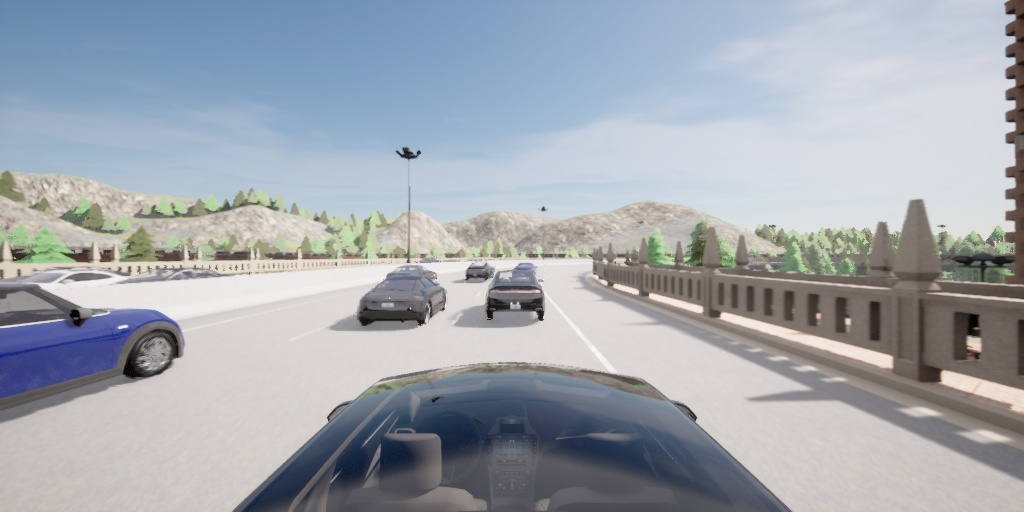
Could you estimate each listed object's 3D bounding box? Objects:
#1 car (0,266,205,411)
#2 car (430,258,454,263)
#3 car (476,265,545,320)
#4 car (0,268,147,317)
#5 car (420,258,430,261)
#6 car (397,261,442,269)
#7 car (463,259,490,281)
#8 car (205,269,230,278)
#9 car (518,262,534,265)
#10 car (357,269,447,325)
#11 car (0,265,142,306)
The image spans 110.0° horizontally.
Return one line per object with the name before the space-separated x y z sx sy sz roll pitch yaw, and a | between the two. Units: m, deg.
car | -6.900 1.102 4.501 2.097 1.767 4.553 0 0 0
car | -10.104 1.287 56.107 2.033 1.411 5.357 0 0 21
car | 0.104 1.240 12.686 2.128 1.511 4.902 0 0 0
car | -17.542 1.275 14.008 1.812 1.442 4.674 0 0 1
car | -13.492 1.092 56.796 2.097 1.767 4.553 0 0 21
car | -6.593 1.294 23.960 2.033 1.411 5.357 0 0 4
car | -2.466 1.237 29.434 2.128 1.511 4.902 0 0 7
car | -14.027 1.240 14.751 2.128 1.511 4.902 0 0 1
car | 1.210 1.270 30.637 1.812 1.442 4.674 0 0 8
car | -3.400 1.312 11.826 1.994 1.385 4.181 0 0 0
car | -20.985 1.240 16.822 2.128 1.511 4.902 0 0 1
